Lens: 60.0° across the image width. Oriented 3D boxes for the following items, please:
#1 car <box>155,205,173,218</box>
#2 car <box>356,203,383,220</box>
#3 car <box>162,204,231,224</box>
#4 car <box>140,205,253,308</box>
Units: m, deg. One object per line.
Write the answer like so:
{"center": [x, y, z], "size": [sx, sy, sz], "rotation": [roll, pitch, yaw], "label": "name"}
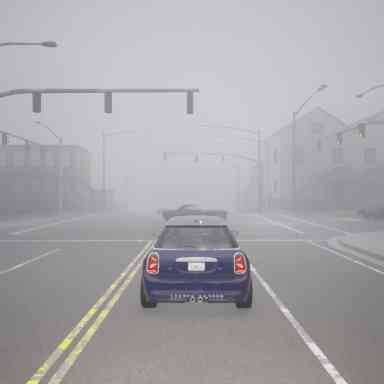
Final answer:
{"center": [-3.551, 2.570, 42.552], "size": [1.895, 1.301, 4.718], "rotation": [0, -8, 0], "label": "car"}
{"center": [16.633, 1.547, 27.651], "size": [5.357, 1.411, 2.033], "rotation": [0, 0, -1], "label": "car"}
{"center": [0.283, 1.561, 23.745], "size": [4.718, 1.301, 1.895], "rotation": [0, 0, -1], "label": "car"}
{"center": [0.094, 1.352, 8.068], "size": [2.097, 1.767, 4.553], "rotation": [0, 0, 0], "label": "car"}
